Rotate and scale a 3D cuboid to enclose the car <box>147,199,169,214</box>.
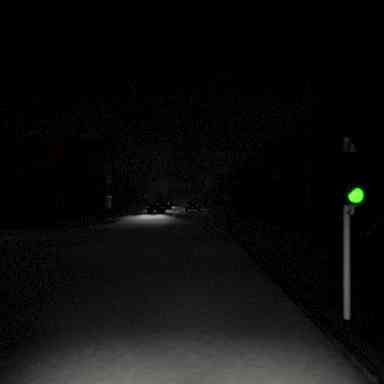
[{"bbox_3d":[-4.114,1.824,39.088,1.895,1.301,4.718,0,0,0],"label":"car"}]

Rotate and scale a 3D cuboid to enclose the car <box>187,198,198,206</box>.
[{"bbox_3d":[0.082,1.906,62.866,2.033,1.411,5.357,0,0,0],"label":"car"}]

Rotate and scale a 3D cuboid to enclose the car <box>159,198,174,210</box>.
[{"bbox_3d":[-4.106,1.626,48.052,2.097,1.767,4.553,0,0,0],"label":"car"}]

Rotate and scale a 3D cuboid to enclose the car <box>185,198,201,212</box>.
[{"bbox_3d":[0.091,1.775,43.598,1.812,1.442,4.674,0,-1,0],"label":"car"}]
